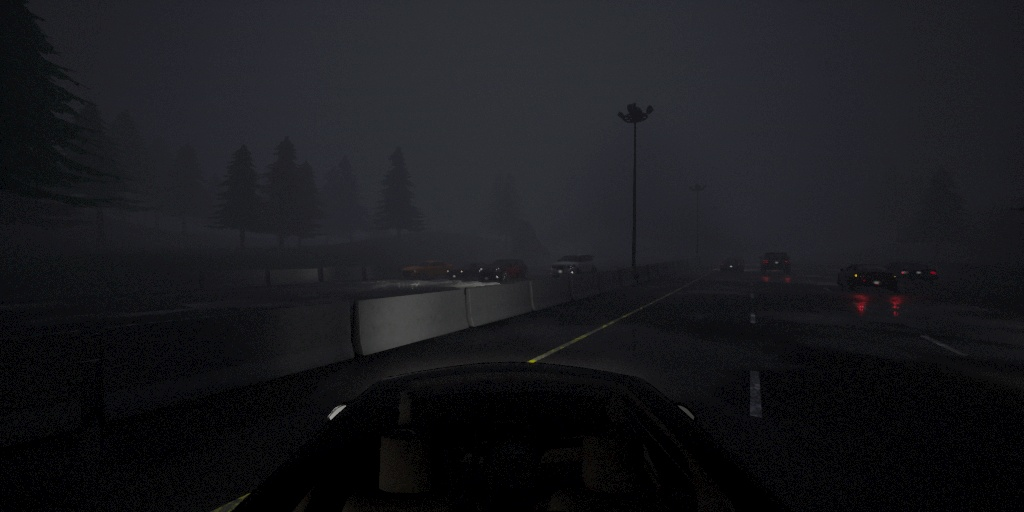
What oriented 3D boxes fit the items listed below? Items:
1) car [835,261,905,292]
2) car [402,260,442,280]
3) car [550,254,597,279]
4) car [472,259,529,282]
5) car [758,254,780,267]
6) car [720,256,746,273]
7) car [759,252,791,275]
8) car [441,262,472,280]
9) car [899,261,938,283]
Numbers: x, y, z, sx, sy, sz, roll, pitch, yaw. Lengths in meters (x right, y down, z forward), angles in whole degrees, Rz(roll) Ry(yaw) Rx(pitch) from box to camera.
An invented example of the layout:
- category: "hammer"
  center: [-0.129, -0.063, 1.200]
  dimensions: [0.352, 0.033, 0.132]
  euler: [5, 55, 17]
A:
- category: "car"
  center: [20.051, 1.143, 20.352]
  dimensions: [1.812, 1.442, 4.674]
  euler: [0, 1, 34]
- category: "car"
  center: [-7.048, 1.139, 30.521]
  dimensions: [1.882, 1.535, 5.008]
  euler: [0, 1, 34]
- category: "car"
  center: [5.266, 0.829, 30.032]
  dimensions: [2.150, 2.045, 5.566]
  euler: [0, 1, 34]
- category: "car"
  center: [-0.604, 1.009, 27.565]
  dimensions: [2.097, 1.767, 4.553]
  euler: [0, 1, 34]
- category: "car"
  center: [33.372, 0.584, 46.653]
  dimensions: [2.128, 1.511, 4.902]
  euler: [0, 1, 33]
- category: "car"
  center: [22.566, 0.956, 36.756]
  dimensions: [1.994, 1.385, 4.181]
  euler: [0, 1, 34]
- category: "car"
  center: [25.030, 0.630, 34.140]
  dimensions: [2.150, 2.045, 5.566]
  euler: [0, 1, 34]
- category: "car"
  center: [-3.294, 1.252, 29.842]
  dimensions: [1.895, 1.301, 4.718]
  euler: [0, 1, 34]
- category: "car"
  center: [27.268, 1.067, 24.874]
  dimensions: [2.033, 1.411, 5.357]
  euler: [0, 1, 34]
